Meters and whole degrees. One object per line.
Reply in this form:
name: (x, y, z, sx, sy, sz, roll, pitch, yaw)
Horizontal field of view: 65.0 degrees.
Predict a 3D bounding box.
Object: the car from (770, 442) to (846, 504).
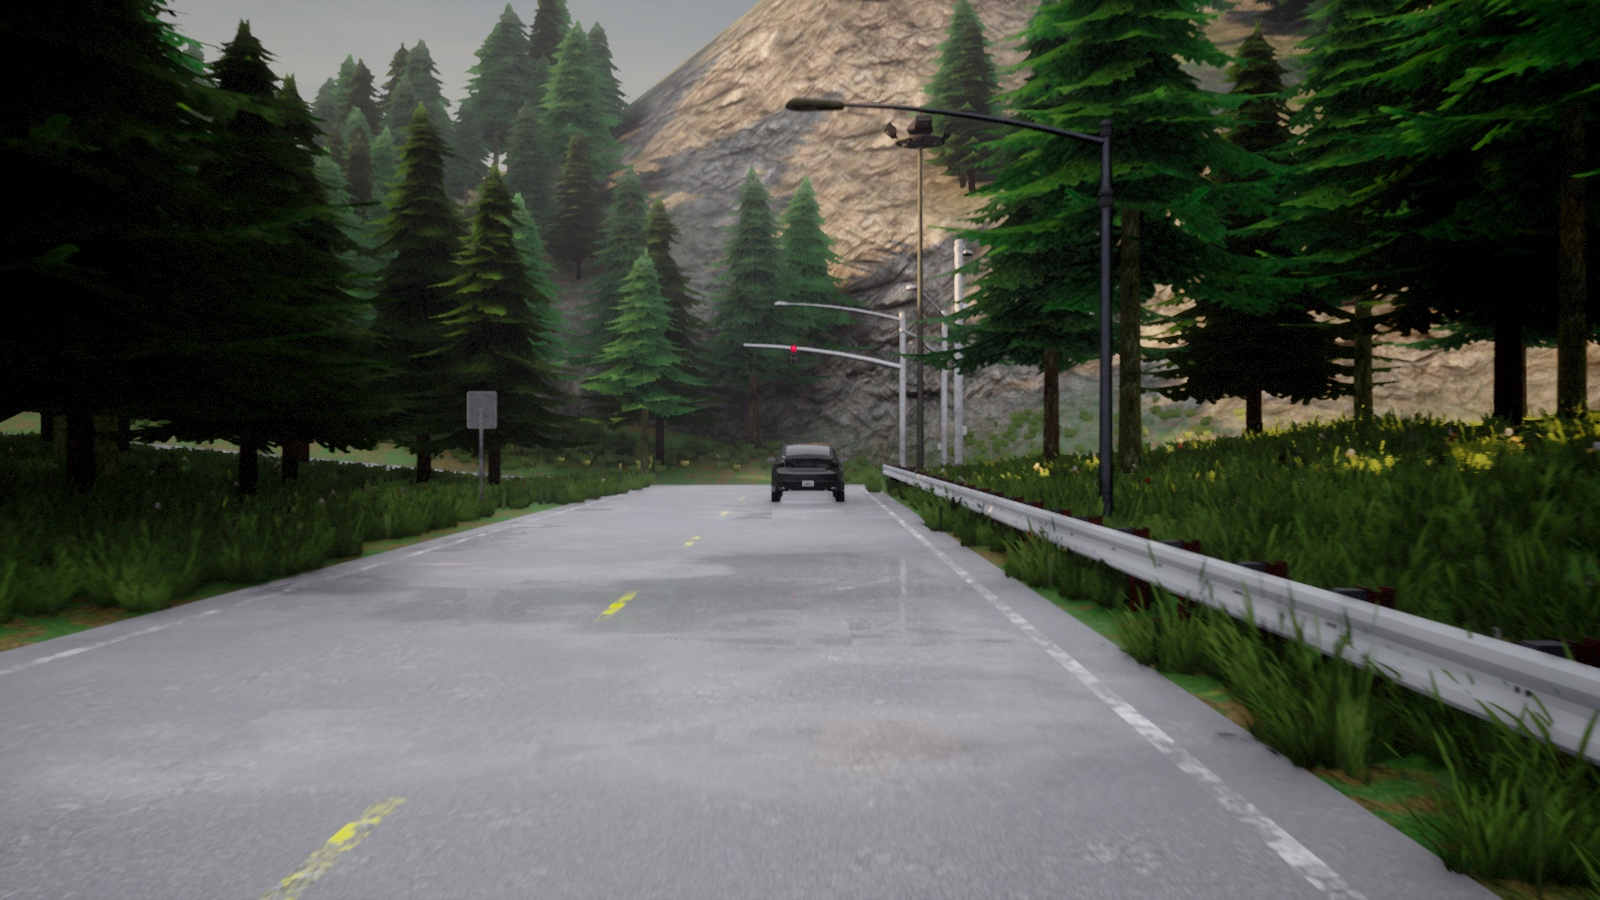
car: (0.201, 0.533, 32.531, 1.837, 1.490, 4.892, 0, 0, 0)
